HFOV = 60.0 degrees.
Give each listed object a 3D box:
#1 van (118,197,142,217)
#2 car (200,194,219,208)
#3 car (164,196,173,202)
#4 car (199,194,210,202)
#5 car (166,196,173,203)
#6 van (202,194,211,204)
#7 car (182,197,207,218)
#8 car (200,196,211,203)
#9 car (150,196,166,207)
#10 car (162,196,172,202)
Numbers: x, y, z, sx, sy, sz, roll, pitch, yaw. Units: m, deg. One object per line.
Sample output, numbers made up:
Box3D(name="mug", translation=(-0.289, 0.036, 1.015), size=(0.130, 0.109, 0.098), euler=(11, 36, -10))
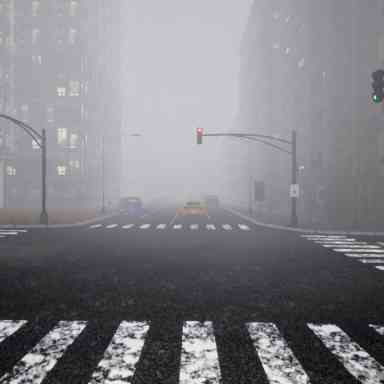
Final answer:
Box3D(name="van", translation=(-5.663, 1.347, 30.604), size=(1.690, 1.788, 3.998), euler=(0, 0, 0))
Box3D(name="car", translation=(2.732, 1.330, 47.251), size=(2.192, 1.841, 5.009), euler=(0, 0, 0))
Box3D(name="car", translation=(-5.619, 1.590, 80.563), size=(2.008, 1.369, 4.403), euler=(0, 0, 0))
Box3D(name="car", translation=(2.756, 1.349, 75.005), size=(2.192, 1.841, 5.009), euler=(0, 0, 0))
Box3D(name="car", translation=(-5.629, 1.469, 69.461), size=(1.967, 1.590, 4.097), euler=(0, 0, 0))
Box3D(name="van", translation=(2.747, 1.366, 63.904), size=(1.690, 1.788, 3.998), euler=(0, 0, 0))
Box3D(name="car", translation=(0.129, 1.483, 29.866), size=(1.882, 1.535, 5.008), euler=(0, 0, 0))
Box3D(name="car", translation=(2.752, 1.580, 69.454), size=(2.008, 1.369, 4.403), euler=(0, 0, 0))
Box3D(name="car", translation=(-5.643, 1.543, 52.638), size=(1.752, 1.417, 4.829), euler=(0, 0, 0))
Box3D(name="car", translation=(-5.624, 1.559, 74.841), size=(1.752, 1.417, 4.829), euler=(0, 0, 0))
